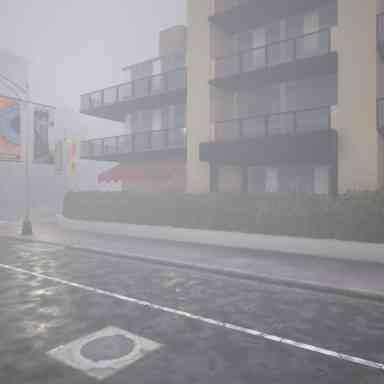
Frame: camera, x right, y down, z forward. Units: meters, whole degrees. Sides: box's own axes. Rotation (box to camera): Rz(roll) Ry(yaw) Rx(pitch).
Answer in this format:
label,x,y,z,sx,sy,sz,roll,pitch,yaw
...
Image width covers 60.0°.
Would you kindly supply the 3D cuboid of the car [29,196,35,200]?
label,x,y,z,sx,sy,sz,roll,pitch,yaw
car,-36.054,1.481,72.144,4.892,1.521,2.231,0,0,36
